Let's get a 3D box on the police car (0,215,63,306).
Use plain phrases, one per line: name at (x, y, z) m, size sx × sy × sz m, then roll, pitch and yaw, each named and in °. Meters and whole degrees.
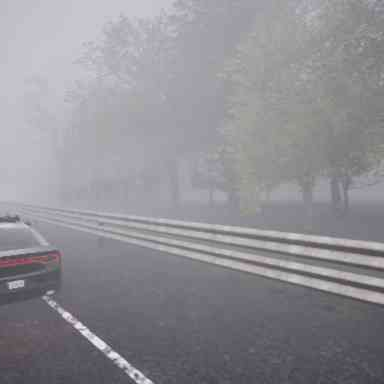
police car at (-4.638, 1.388, 7.741) m, size 1.930 × 1.638 × 5.238 m, roll -2°, pitch 1°, yaw -39°
